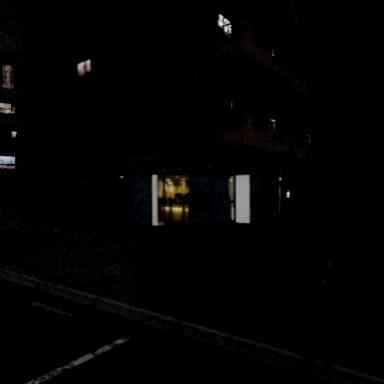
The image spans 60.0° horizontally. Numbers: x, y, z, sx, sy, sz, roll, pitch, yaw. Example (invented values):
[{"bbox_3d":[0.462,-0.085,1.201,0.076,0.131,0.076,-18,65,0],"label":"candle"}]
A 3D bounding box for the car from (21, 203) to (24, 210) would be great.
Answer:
[{"bbox_3d":[-12.987,1.129,30.510,1.752,1.417,4.829,0,0,36],"label":"car"}]
